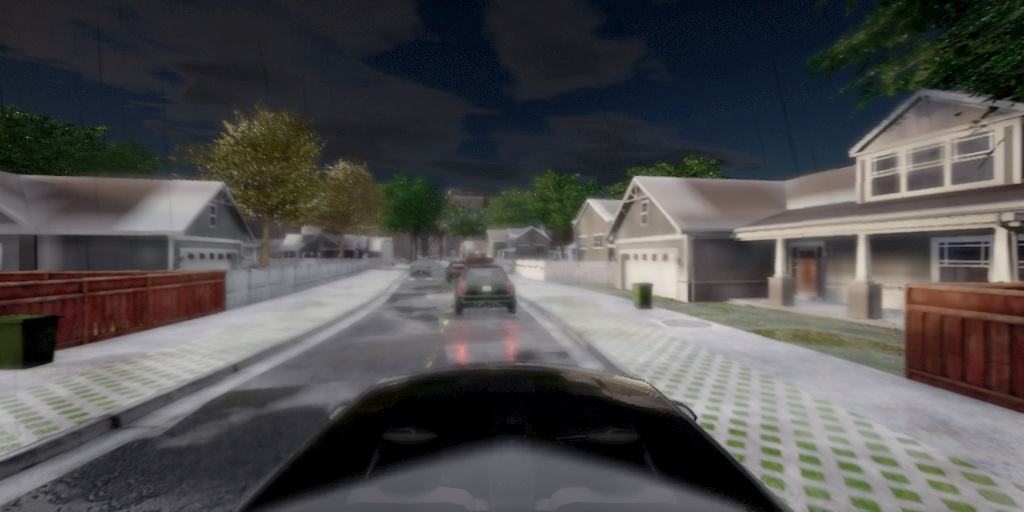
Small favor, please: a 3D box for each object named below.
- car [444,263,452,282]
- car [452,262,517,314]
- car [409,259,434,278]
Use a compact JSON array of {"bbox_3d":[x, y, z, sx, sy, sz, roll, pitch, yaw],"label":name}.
[{"bbox_3d":[-4.303,1.245,28.578,1.837,1.490,4.892,0,0,-13],"label":"car"},{"bbox_3d":[-1.165,1.096,13.941,2.097,1.767,4.553,0,0,-9],"label":"car"},{"bbox_3d":[-8.712,1.262,34.474,1.837,1.490,4.892,0,0,-13],"label":"car"}]
